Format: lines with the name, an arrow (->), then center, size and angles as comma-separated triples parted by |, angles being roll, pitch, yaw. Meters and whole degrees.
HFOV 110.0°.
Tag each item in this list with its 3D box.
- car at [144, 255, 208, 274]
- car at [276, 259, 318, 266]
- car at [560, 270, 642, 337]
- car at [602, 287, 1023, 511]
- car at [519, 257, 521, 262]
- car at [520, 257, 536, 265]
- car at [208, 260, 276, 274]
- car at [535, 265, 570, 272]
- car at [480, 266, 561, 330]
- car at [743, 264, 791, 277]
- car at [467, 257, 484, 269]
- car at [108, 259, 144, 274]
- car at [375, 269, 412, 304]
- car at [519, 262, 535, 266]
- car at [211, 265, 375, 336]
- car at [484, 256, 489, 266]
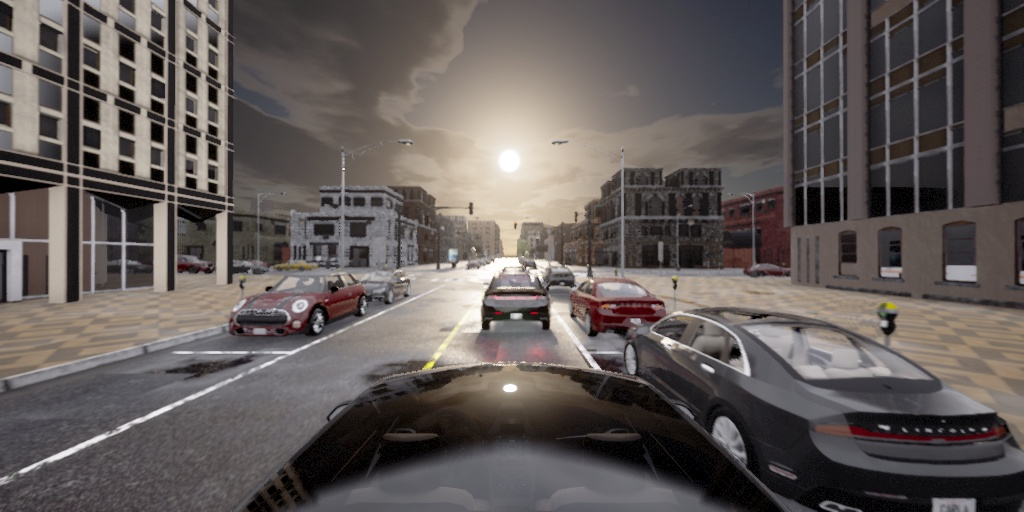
car -> -30.954, 0.832, 33.929 | 5.009, 1.841, 2.192 | 0, 0, 1
car -> -25.457, 1.090, 42.226 | 4.829, 1.417, 1.751 | 0, 0, 1
car -> 2.690, 1.273, 10.059 | 1.888, 1.381, 4.507 | 0, 0, 0
car -> 2.690, 1.293, 4.367 | 2.007, 1.370, 4.403 | 0, 0, 0
car -> 2.686, 1.171, 64.875 | 1.802, 1.307, 4.207 | 0, 0, 0
car -> 2.687, 1.182, 53.833 | 1.948, 1.339, 4.313 | 0, 0, 0
car -> -25.417, 1.092, 33.844 | 4.403, 1.370, 2.007 | 0, 0, 1
car -> 2.689, 1.249, 21.443 | 2.007, 1.370, 4.403 | 0, 0, 0
car -> 0.101, 1.217, 10.966 | 2.128, 1.511, 4.902 | 0, 0, 0
car -> 23.640, 1.348, 33.058 | 4.207, 1.307, 1.802 | 0, 0, 1
car -> -5.693, 1.199, 53.846 | 1.802, 1.307, 4.207 | 0, 0, 0
car -> -36.490, 1.045, 34.014 | 4.403, 1.370, 2.007 | 0, 0, 1
car -> -5.691, 1.264, 15.768 | 2.007, 1.370, 4.403 | 0, 0, 0
car -> 0.098, 1.263, 21.390 | 1.994, 1.385, 4.181 | 0, 0, 0
car -> -5.690, 1.168, 10.076 | 1.967, 1.591, 4.097 | 0, 0, 0
car -> -5.695, 1.140, 64.889 | 2.007, 1.370, 4.403 | 0, 0, 0
